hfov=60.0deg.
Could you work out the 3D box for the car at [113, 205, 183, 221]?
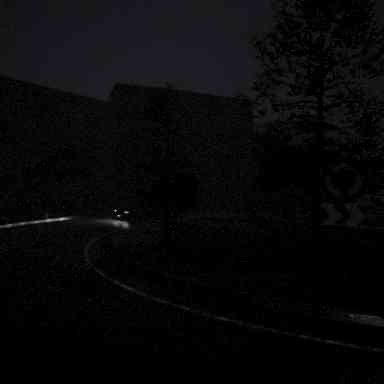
[{"bbox_3d":[-2.820,1.160,23.664,5.357,1.411,2.033,0,1,-41],"label":"car"}]
